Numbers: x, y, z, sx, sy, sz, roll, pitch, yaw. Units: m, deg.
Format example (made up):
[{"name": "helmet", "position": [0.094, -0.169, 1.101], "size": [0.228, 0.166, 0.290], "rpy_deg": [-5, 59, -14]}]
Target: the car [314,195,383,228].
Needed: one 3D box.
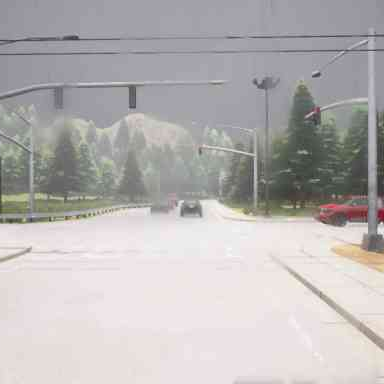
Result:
[{"name": "car", "position": [11.138, 1.249, 22.135], "size": [5.566, 2.045, 2.150], "rpy_deg": [0, 0, 1]}]

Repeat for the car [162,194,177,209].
[{"name": "car", "position": [-3.528, 1.486, 44.729], "size": [2.097, 1.767, 4.553], "rpy_deg": [0, 0, 0]}]

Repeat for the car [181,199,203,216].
[{"name": "car", "position": [0.000, 1.439, 33.246], "size": [2.097, 1.767, 4.553], "rpy_deg": [0, 0, 1]}]

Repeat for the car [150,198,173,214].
[{"name": "car", "position": [-3.551, 1.717, 37.606], "size": [1.895, 1.301, 4.718], "rpy_deg": [0, 0, 0]}]
